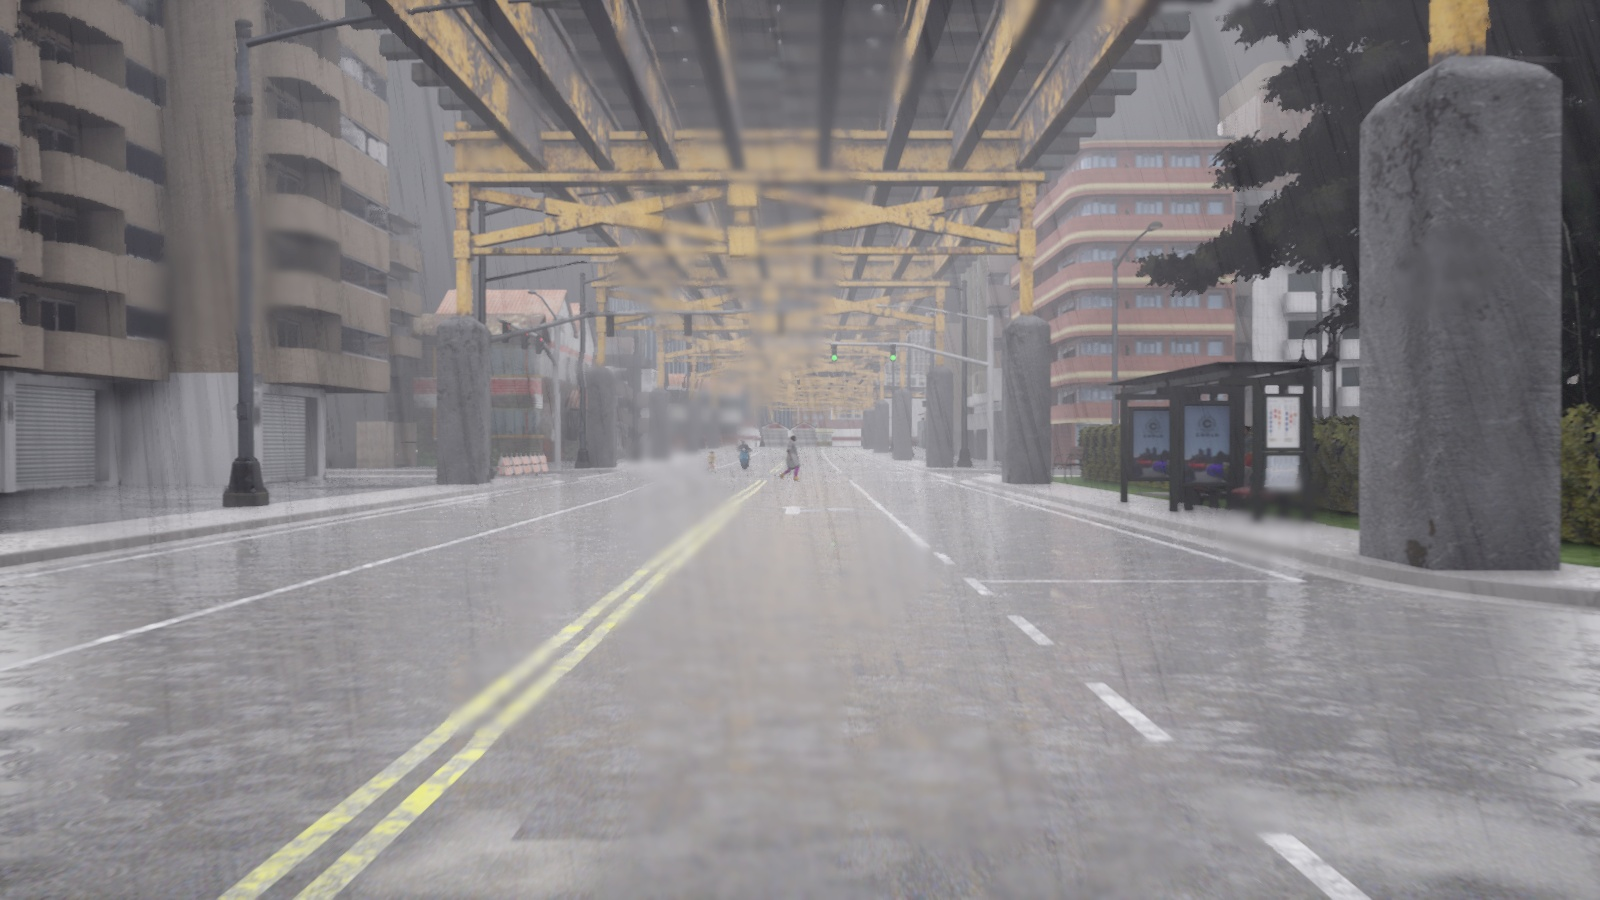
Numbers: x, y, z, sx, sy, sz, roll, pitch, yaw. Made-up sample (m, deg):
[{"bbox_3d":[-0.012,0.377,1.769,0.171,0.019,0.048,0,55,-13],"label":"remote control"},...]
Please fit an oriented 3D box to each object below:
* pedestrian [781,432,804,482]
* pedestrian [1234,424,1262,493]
[{"bbox_3d":[-0.299,0.266,49.625,0.873,1.952,0.659,0,0,0],"label":"pedestrian"},{"bbox_3d":[12.096,0.222,33.913,0.614,1.847,0.353,0,0,-16],"label":"pedestrian"}]
